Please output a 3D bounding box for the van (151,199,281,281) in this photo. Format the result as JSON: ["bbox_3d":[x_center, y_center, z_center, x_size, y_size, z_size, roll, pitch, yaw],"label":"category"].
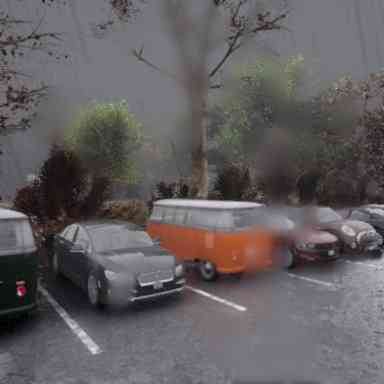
[{"bbox_3d":[0.194,1.219,9.868,1.878,1.987,4.442,0,0,-36],"label":"van"}]

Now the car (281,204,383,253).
[{"bbox_3d":[4.737,1.286,13.006,2.185,1.767,4.553,0,0,-36],"label":"car"}]

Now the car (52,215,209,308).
[{"bbox_3d":[-2.041,1.463,8.139,2.231,1.521,4.892,0,0,-35],"label":"car"}]

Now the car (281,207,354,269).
[{"bbox_3d":[2.455,1.428,11.345,2.097,1.535,5.008,0,0,-36],"label":"car"}]

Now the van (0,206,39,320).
[{"bbox_3d":[-4.407,1.254,6.588,1.878,1.987,4.442,0,0,-35],"label":"van"}]
